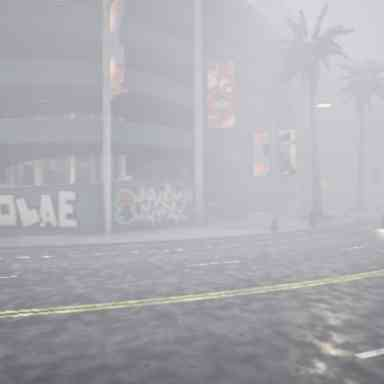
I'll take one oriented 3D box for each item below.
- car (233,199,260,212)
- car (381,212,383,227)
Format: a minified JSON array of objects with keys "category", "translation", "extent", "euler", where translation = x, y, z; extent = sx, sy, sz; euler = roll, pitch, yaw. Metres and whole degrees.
[{"category":"car","translation":[8.451,2.041,51.072],"extent":[2.435,2.045,5.566],"euler":[-1,-2,38]},{"category":"car","translation":[16.265,1.946,26.245],"extent":[1.882,1.535,5.008],"euler":[-1,-2,38]}]
